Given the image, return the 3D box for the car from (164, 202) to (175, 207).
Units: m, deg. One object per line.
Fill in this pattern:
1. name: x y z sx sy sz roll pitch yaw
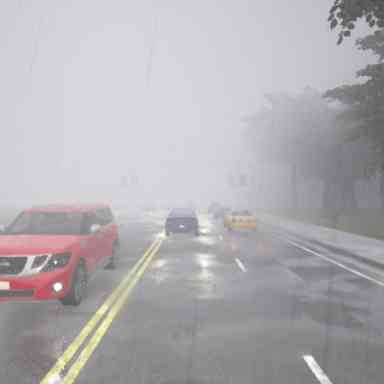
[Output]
1. car: -3.493 2.425 55.442 2.033 1.411 5.357 0 -1 0

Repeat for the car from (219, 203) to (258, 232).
1. car: 3.185 1.756 22.578 1.801 1.575 5.366 0 -1 0

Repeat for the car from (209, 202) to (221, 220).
1. car: 3.152 1.968 33.420 2.163 1.488 4.792 0 -1 0

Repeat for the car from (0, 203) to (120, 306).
1. car: -3.374 1.332 8.625 2.150 2.045 5.566 0 -1 0

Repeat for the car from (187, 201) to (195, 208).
1. car: -0.224 2.798 75.705 1.882 1.535 5.008 0 -1 0

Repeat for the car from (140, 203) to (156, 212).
1. car: -6.739 2.358 51.335 1.994 1.385 4.181 0 -1 0

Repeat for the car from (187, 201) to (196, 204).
1. car: -0.122 2.458 59.661 2.128 1.511 4.902 0 -1 0

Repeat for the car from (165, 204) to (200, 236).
1. car: -0.542 1.748 20.519 1.882 1.535 5.008 0 0 0
